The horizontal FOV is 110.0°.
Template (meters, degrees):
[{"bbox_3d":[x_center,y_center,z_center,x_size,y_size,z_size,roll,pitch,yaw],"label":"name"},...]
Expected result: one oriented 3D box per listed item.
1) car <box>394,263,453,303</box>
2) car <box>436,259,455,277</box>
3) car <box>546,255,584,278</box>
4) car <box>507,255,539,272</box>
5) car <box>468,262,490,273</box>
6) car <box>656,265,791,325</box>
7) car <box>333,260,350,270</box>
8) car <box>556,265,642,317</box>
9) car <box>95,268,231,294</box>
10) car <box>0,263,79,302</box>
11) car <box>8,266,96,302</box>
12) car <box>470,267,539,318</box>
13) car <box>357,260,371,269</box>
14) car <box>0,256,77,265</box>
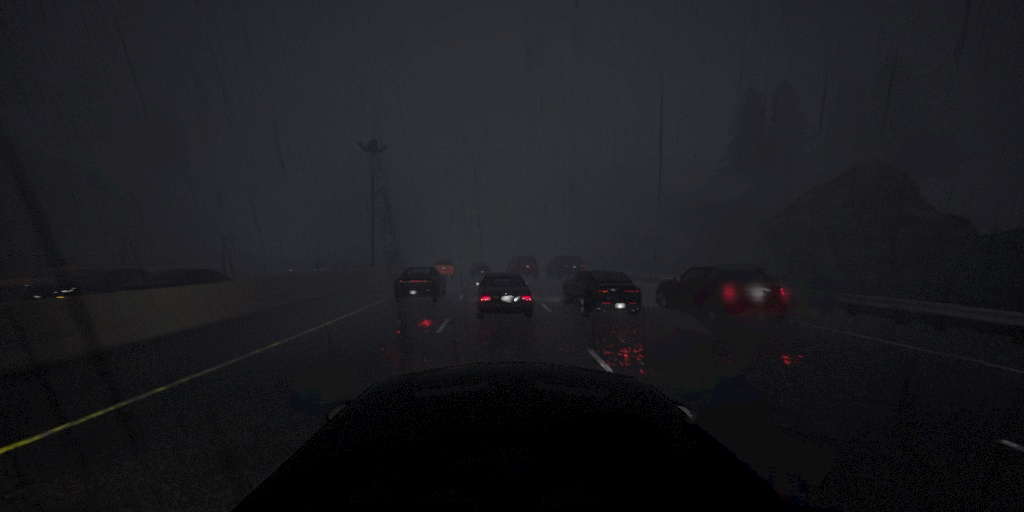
[{"bbox_3d":[-4.169,1.251,16.833,2.128,1.511,4.902,0,0,-5],"label":"car"},{"bbox_3d":[-6.644,1.118,34.867,2.097,1.767,4.553,0,0,-10],"label":"car"},{"bbox_3d":[4.621,0.961,31.451,2.150,2.045,5.566,0,0,-9],"label":"car"},{"bbox_3d":[0.901,0.970,32.562,2.150,2.045,5.566,0,0,-9],"label":"car"},{"bbox_3d":[-3.140,1.284,35.175,1.812,1.442,4.674,0,0,-10],"label":"car"},{"bbox_3d":[6.689,1.087,11.995,2.097,1.767,4.553,0,0,-3],"label":"car"},{"bbox_3d":[-26.786,1.338,56.262,1.812,1.442,4.674,0,0,-18],"label":"car"},{"bbox_3d":[3.115,1.248,13.221,1.837,1.490,4.892,0,0,-4],"label":"car"},{"bbox_3d":[-14.829,1.289,15.960,1.837,1.490,4.892,0,0,-5],"label":"car"},{"bbox_3d":[-22.011,1.279,17.727,1.882,1.535,5.008,0,0,-6],"label":"car"},{"bbox_3d":[-18.348,1.297,16.124,1.837,1.490,4.892,0,0,-5],"label":"car"},{"bbox_3d":[-0.334,1.298,13.011,2.033,1.411,5.357,0,0,-4],"label":"car"},{"bbox_3d":[-23.074,1.330,56.110,1.812,1.442,4.674,0,0,-18],"label":"car"},{"bbox_3d":[-25.570,1.030,18.311,2.150,2.045,5.566,0,0,-6],"label":"car"}]
